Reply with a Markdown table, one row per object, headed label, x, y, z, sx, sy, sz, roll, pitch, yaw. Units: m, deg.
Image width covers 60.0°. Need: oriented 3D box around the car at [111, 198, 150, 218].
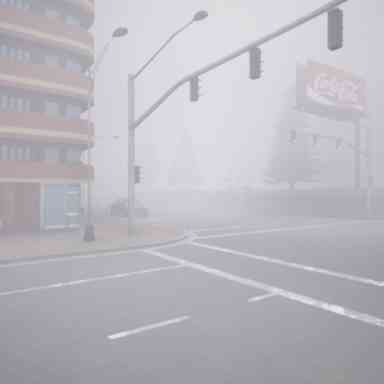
| label | x | y | z | sx | sy | sz | roll | pitch | yaw |
| --- | --- | --- | --- | --- | --- | --- | --- | --- | --- |
| car | -5.701 | 1.333 | 30.463 | 2.097 | 1.767 | 4.553 | 0 | 0 | -36 |
